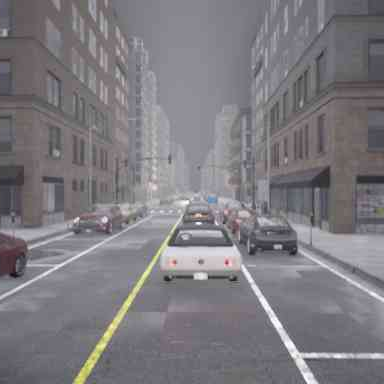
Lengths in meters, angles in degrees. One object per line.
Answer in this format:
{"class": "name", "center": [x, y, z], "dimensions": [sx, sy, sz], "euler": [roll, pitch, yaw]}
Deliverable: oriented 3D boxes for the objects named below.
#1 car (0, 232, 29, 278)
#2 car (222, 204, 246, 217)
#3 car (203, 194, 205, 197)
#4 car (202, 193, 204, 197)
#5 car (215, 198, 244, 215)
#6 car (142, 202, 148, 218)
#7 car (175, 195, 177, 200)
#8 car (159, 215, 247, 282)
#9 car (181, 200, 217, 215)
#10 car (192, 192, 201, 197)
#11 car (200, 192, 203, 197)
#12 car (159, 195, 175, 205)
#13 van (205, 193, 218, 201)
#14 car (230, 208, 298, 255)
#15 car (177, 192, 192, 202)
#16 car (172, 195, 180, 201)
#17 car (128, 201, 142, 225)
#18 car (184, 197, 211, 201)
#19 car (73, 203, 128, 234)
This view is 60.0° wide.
{"class": "car", "center": [-5.292, 1.573, 7.525], "dimensions": [1.802, 1.307, 4.206], "euler": [0, 0, 1]}
{"class": "car", "center": [2.902, 1.559, 18.445], "dimensions": [1.802, 1.307, 4.206], "euler": [0, 0, 1]}
{"class": "car", "center": [3.664, 1.497, 67.921], "dimensions": [1.802, 1.307, 4.206], "euler": [0, 0, 1]}
{"class": "car", "center": [3.839, 1.479, 79.282], "dimensions": [1.802, 1.307, 4.206], "euler": [0, 0, 1]}
{"class": "car", "center": [2.987, 1.411, 23.964], "dimensions": [1.967, 1.590, 4.097], "euler": [0, 0, 1]}
{"class": "car", "center": [-4.952, 1.515, 29.597], "dimensions": [2.008, 1.369, 4.403], "euler": [0, 0, 1]}
{"class": "car", "center": [-4.448, 1.467, 62.356], "dimensions": [1.887, 1.381, 4.507], "euler": [0, 0, 1]}
{"class": "car", "center": [0.232, 1.589, 9.640], "dimensions": [1.895, 1.301, 4.718], "euler": [0, 0, 1]}
{"class": "car", "center": [0.393, 1.479, 20.075], "dimensions": [1.837, 1.490, 4.892], "euler": [0, 0, 1]}
{"class": "car", "center": [1.309, 1.414, 86.310], "dimensions": [2.033, 1.411, 5.357], "euler": [0, 0, 1]}
{"class": "car", "center": [3.927, 1.200, 84.963], "dimensions": [2.192, 1.841, 5.009], "euler": [0, 0, 1]}
{"class": "car", "center": [-4.536, 1.480, 56.675], "dimensions": [2.008, 1.369, 4.403], "euler": [0, 0, 1]}
{"class": "van", "center": [3.489, 1.270, 56.560], "dimensions": [1.690, 1.788, 3.998], "euler": [0, 0, 1]}
{"class": "car", "center": [2.817, 1.535, 12.927], "dimensions": [2.008, 1.369, 4.403], "euler": [0, 0, 1]}
{"class": "car", "center": [-1.599, 1.258, 76.089], "dimensions": [2.097, 1.767, 4.553], "euler": [0, 0, 1]}
{"class": "car", "center": [-4.098, 1.451, 85.081], "dimensions": [1.947, 1.339, 4.313], "euler": [0, 0, 1]}
{"class": "car", "center": [-5.040, 1.496, 23.909], "dimensions": [1.752, 1.417, 4.829], "euler": [0, 0, 1]}
{"class": "car", "center": [0.434, 1.469, 29.411], "dimensions": [1.837, 1.490, 4.892], "euler": [0, 0, 1]}
{"class": "car", "center": [-5.122, 1.418, 18.562], "dimensions": [1.967, 1.590, 4.097], "euler": [0, 0, 1]}
